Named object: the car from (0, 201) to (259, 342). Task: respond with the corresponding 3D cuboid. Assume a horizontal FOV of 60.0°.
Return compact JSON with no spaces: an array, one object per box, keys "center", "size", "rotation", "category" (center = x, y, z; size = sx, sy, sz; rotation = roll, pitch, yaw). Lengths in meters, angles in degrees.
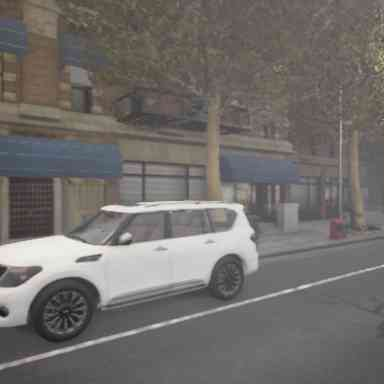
[{"center":[-1.072,1.234,6.856],"size":[5.566,2.045,2.435],"rotation":[0,0,-36],"category":"car"}]
